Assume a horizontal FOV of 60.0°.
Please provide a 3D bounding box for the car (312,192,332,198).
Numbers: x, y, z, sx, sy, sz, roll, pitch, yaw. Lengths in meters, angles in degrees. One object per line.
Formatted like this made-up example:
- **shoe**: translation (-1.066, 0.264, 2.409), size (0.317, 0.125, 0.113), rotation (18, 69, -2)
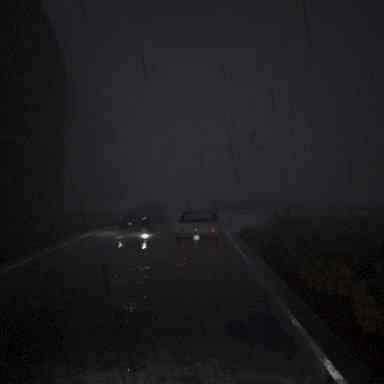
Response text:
- **car**: translation (31.943, 0.911, 80.604), size (3.866, 1.878, 1.905), rotation (0, 0, 3)

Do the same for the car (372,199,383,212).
- **car**: translation (15.725, 1.448, 24.760), size (4.181, 1.385, 1.994), rotation (0, 0, 3)

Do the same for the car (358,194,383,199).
- **car**: translation (30.704, 1.211, 56.431), size (4.611, 1.667, 2.242), rotation (0, 0, 3)

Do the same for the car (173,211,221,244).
- **car**: translation (0.375, 1.515, 15.451), size (1.895, 1.301, 4.718), rotation (0, 0, 5)

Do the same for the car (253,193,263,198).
- **car**: translation (19.155, 1.029, 93.565), size (3.905, 1.438, 1.784), rotation (0, 0, 3)

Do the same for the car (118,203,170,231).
- **car**: translation (-2.717, 1.411, 19.941), size (1.812, 1.442, 4.674), rotation (0, 0, 15)

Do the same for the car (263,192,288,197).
- **car**: translation (18.185, 0.942, 71.105), size (4.605, 1.855, 1.932), rotation (0, 0, 3)
